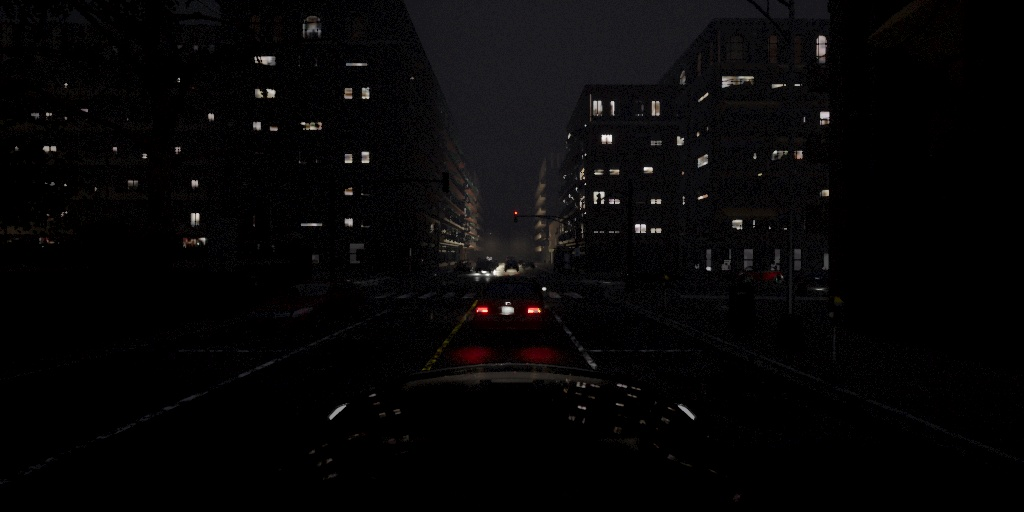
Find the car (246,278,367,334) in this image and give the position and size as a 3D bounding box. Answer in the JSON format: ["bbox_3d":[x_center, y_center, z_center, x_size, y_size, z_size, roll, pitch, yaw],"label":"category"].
[{"bbox_3d":[-5.715,1.331,10.574,1.802,1.307,4.207,0,0,0],"label":"car"}]

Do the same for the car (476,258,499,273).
[{"bbox_3d":[-3.200,1.296,43.263,2.033,1.411,5.357,0,0,4],"label":"car"}]

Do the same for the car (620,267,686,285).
[{"bbox_3d":[11.182,1.567,28.792,4.718,1.301,1.895,1,0,-1],"label":"car"}]

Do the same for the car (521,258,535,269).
[{"bbox_3d":[2.525,1.299,54.284,2.007,1.370,4.403,0,0,0],"label":"car"}]

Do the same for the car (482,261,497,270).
[{"bbox_3d":[-3.242,1.349,53.213,1.895,1.301,4.718,0,0,0],"label":"car"}]

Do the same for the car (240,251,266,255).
[{"bbox_3d":[-17.611,0.694,25.146,5.566,2.045,2.150,1,0,-1],"label":"car"}]

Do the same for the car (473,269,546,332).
[{"bbox_3d":[0.050,1.297,10.789,2.033,1.411,5.357,0,0,3],"label":"car"}]

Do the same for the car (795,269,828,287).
[{"bbox_3d":[26.339,1.712,29.019,5.008,1.535,1.882,1,0,-1],"label":"car"}]

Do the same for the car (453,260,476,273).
[{"bbox_3d":[-5.819,1.188,42.985,1.967,1.591,4.097,0,0,0],"label":"car"}]

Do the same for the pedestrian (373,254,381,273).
[{"bbox_3d":[-12.814,0.652,33.955,0.375,1.860,0.375,0,-1,-1],"label":"pedestrian"}]

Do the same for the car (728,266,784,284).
[{"bbox_3d":[21.287,1.571,31.508,4.097,1.591,1.967,0,0,-1],"label":"car"}]

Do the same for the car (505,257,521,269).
[{"bbox_3d":[-0.049,1.274,48.672,1.812,1.442,4.674,0,0,0],"label":"car"}]
